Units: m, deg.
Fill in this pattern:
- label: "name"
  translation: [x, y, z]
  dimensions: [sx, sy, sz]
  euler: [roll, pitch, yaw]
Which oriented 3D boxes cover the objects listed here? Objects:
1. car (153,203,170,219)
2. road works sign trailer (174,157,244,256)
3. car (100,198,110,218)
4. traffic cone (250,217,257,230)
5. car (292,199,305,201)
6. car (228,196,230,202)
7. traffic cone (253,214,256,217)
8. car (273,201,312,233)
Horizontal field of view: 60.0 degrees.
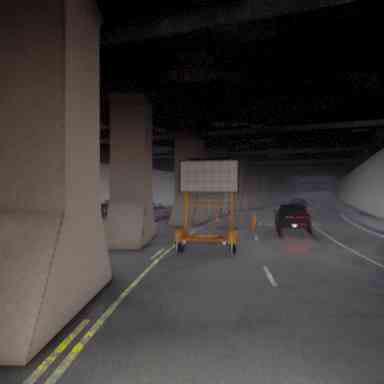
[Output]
- label: "car"
  translation: [-3.396, 1.565, 26.309]
  dimensions: [1.895, 1.301, 4.718]
  euler: [0, 0, 16]
- label: "road works sign trailer"
  translation: [0.700, 0.446, 13.292]
  dimensions: [2.380, 3.560, 2.880]
  euler: [0, 0, 12]
- label: "car"
  translation: [-6.146, 1.182, 29.319]
  dimensions: [2.150, 2.045, 5.566]
  euler: [0, 0, 18]
- label: "traffic cone"
  translation: [3.604, 1.928, 19.835]
  dimensions: [0.340, 0.580, 0.340]
  euler: [0, 0, 12]
- label: "car"
  translation: [12.140, 1.495, 37.798]
  dimensions: [2.033, 1.411, 5.357]
  euler: [0, 0, 23]
- label: "car"
  translation: [9.062, 1.131, 67.779]
  dimensions: [2.150, 2.045, 5.566]
  euler: [0, 0, 22]
- label: "traffic cone"
  translation: [4.018, 1.925, 21.791]
  dimensions: [0.340, 0.580, 0.340]
  euler: [0, 0, 12]
- label: "car"
  translation: [5.902, 1.478, 19.616]
  dimensions: [1.837, 1.490, 4.892]
  euler: [0, 0, 13]
